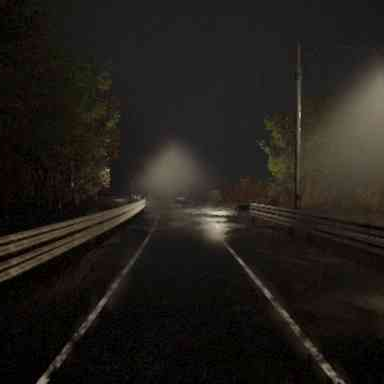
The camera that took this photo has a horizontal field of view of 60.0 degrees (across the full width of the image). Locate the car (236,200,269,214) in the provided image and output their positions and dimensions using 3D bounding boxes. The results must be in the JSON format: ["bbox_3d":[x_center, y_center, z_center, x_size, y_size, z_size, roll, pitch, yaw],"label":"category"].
[{"bbox_3d":[6.201,1.560,34.319,2.128,1.511,4.902,1,-1,-17],"label":"car"}]

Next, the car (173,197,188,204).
[{"bbox_3d":[-2.095,1.539,61.015,1.994,1.385,4.181,0,0,-17],"label":"car"}]

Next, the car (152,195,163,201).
[{"bbox_3d":[-8.462,1.423,81.539,2.128,1.511,4.902,0,0,-17],"label":"car"}]
